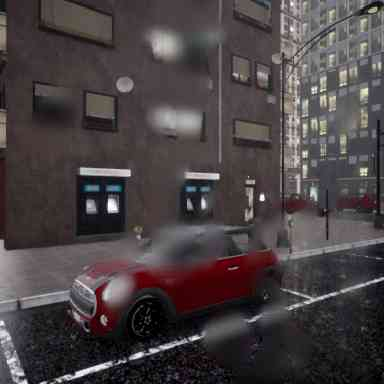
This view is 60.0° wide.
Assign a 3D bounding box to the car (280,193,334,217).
[{"bbox_3d":[8.680,1.010,27.326,2.192,1.841,5.009,2,0,-36],"label":"car"}]

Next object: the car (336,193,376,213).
[{"bbox_3d":[15.424,1.030,32.300,2.192,1.841,5.009,1,0,-36],"label":"car"}]

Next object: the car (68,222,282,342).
[{"bbox_3d":[-0.197,1.440,6.415,4.097,1.590,1.967,0,0,-35],"label":"car"}]
